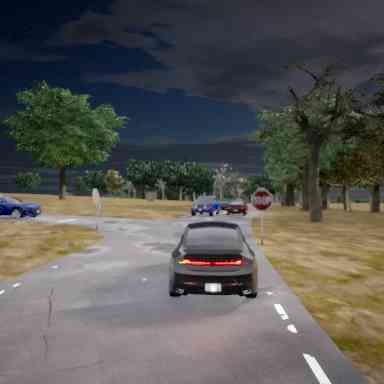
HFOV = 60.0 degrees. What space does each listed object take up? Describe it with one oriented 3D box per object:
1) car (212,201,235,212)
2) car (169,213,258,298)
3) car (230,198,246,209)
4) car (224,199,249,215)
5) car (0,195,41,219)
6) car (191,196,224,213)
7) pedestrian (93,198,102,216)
[{"bbox_3d":[4.399,1.918,45.332,2.033,1.411,5.357,0,-1,17],"label":"car"},{"bbox_3d":[0.529,1.505,8.512,1.837,1.490,4.892,0,0,3],"label":"car"},{"bbox_3d":[7.868,1.909,57.059,2.097,1.767,4.553,0,-1,16],"label":"car"},{"bbox_3d":[4.973,1.689,35.595,1.882,1.535,5.008,0,-1,14],"label":"car"},{"bbox_3d":[-12.812,0.949,22.622,5.008,1.535,1.882,2,-1,6],"label":"car"},{"bbox_3d":[1.518,1.432,35.052,2.150,2.045,5.566,0,-1,15],"label":"car"},{"bbox_3d":[-8.094,1.080,28.435,0.375,1.860,0.375,0,-4,7],"label":"pedestrian"}]
